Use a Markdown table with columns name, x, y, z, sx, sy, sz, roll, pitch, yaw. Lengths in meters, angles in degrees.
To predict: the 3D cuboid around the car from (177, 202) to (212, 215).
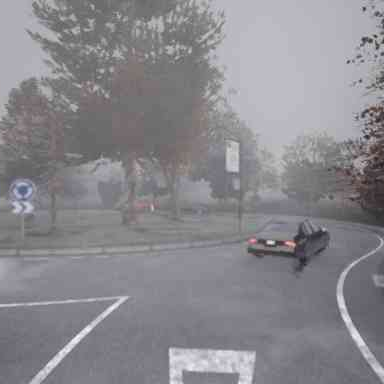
| name | x | y | z | sx | sy | sz | roll | pitch | yaw |
| --- | --- | --- | --- | --- | --- | --- | --- | --- | --- |
| car | 0.051 | 1.950 | 40.471 | 4.902 | 1.511 | 2.128 | 0 | -1 | 28 |

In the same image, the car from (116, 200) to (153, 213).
| name | x | y | z | sx | sy | sz | roll | pitch | yaw |
| --- | --- | --- | --- | --- | --- | --- | --- | --- | --- |
| car | -7.241 | 1.738 | 42.115 | 4.553 | 1.767 | 2.097 | 1 | -1 | 2 |

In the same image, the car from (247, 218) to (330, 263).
| name | x | y | z | sx | sy | sz | roll | pitch | yaw |
| --- | --- | --- | --- | --- | --- | --- | --- | --- | --- |
| car | 3.890 | 1.700 | 12.824 | 2.033 | 1.411 | 5.357 | 0 | -1 | 33 |
